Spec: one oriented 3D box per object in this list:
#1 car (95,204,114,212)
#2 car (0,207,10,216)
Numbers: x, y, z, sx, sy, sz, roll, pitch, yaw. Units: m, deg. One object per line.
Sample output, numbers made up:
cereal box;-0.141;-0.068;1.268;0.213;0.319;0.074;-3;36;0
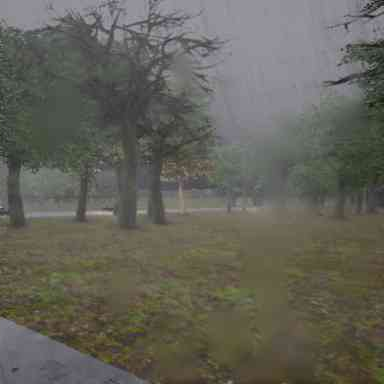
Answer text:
car;-20.145;3.678;77.229;2.097;1.767;4.553;0;-2;36
car;-29.674;3.111;52.044;1.812;1.442;4.674;0;-2;36
